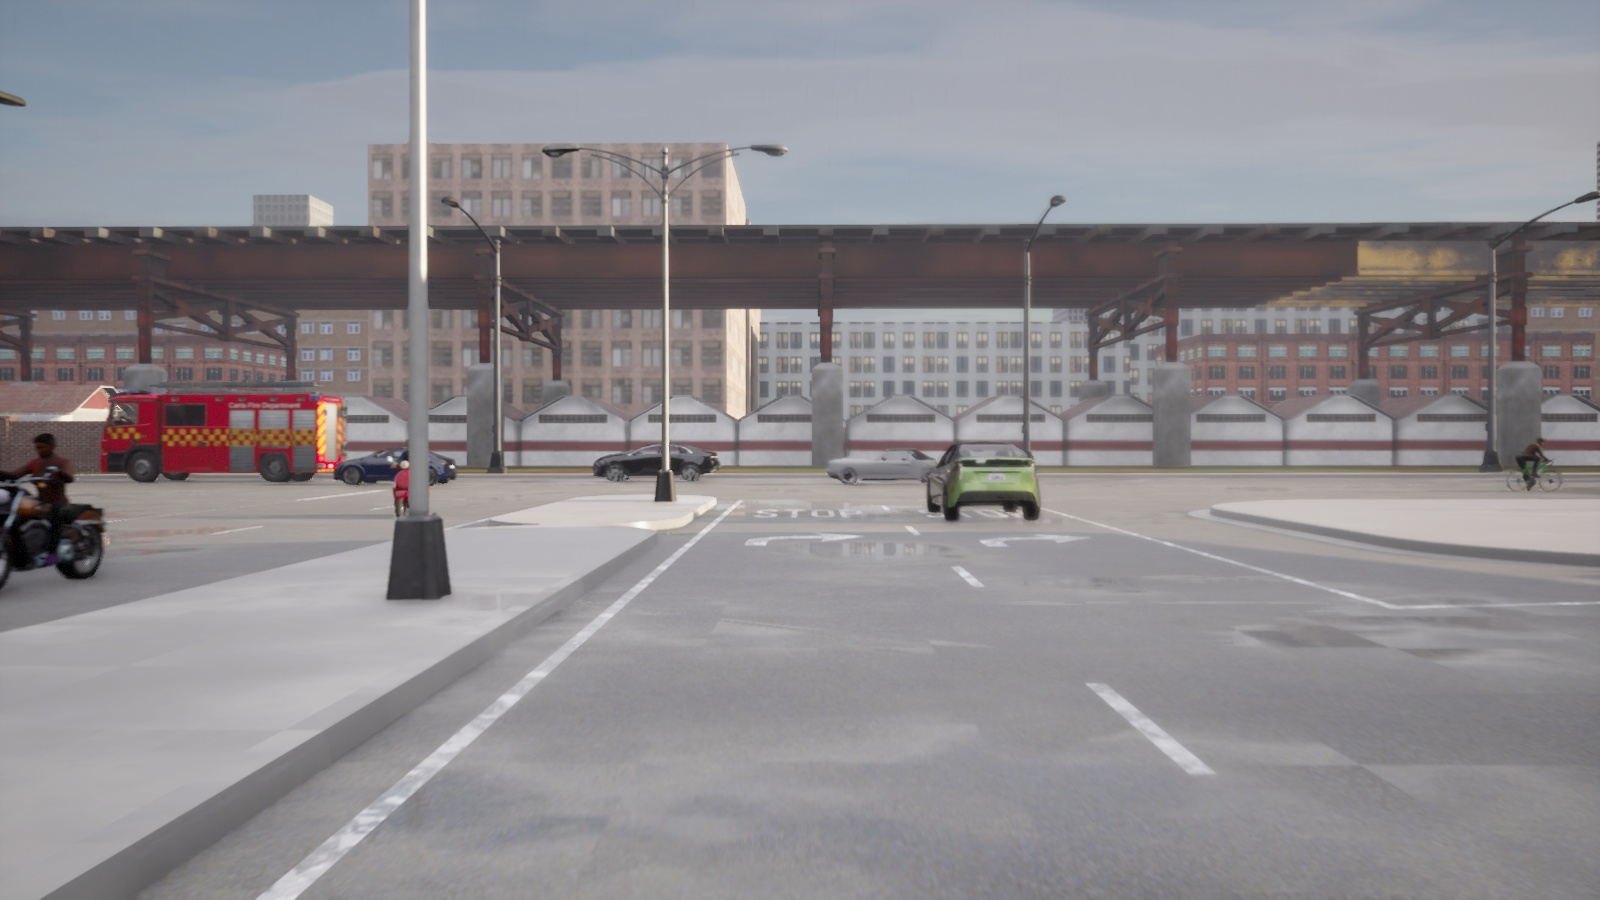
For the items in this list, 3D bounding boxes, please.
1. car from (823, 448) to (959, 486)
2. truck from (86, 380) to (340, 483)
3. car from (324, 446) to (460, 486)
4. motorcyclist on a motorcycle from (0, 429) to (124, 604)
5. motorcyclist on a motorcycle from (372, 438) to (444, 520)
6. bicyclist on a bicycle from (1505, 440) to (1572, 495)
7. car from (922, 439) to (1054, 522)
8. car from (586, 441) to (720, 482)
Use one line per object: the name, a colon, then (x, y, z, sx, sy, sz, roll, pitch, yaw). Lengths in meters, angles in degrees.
car: (3.185, 0.602, 44.772, 4.718, 1.301, 1.895, 0, 0, 1)
truck: (-22.526, -0.704, 48.530, 8.468, 3.827, 2.891, 0, 0, 1)
car: (-14.554, 0.550, 44.955, 4.181, 1.385, 1.994, 0, 0, 1)
motorcyclist on a motorcycle: (-7.906, 0.620, 12.787, 0.766, 1.649, 2.350, 0, 0, 0)
motorcyclist on a motorcycle: (-7.822, 0.555, 25.153, 0.866, 1.590, 1.817, 0, 0, 0)
bicyclist on a bicycle: (22.085, 0.510, 37.568, 1.656, 1.620, 0.582, 0, 0, 0)
car: (3.679, 0.556, 25.379, 2.007, 1.525, 4.514, 0, 0, 0)
car: (-5.608, 0.431, 48.362, 4.902, 1.511, 2.128, 0, 0, 1)
